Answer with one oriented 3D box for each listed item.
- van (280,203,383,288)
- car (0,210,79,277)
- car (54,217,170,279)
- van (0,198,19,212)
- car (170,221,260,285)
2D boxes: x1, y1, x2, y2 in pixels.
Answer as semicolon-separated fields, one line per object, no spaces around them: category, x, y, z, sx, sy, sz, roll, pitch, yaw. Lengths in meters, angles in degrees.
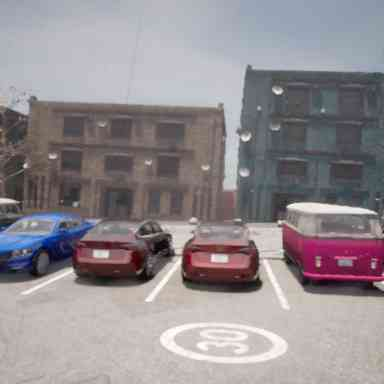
van;3.714;1.342;9.596;1.878;1.987;4.442;1;0;7
car;-4.644;1.469;10.546;2.097;1.535;5.008;1;0;7
car;-1.861;1.532;10.216;2.163;1.488;4.792;1;0;7
van;-7.408;1.211;11.011;1.878;1.987;4.442;1;0;7
car;0.920;1.564;9.862;2.163;1.488;4.792;1;0;7
